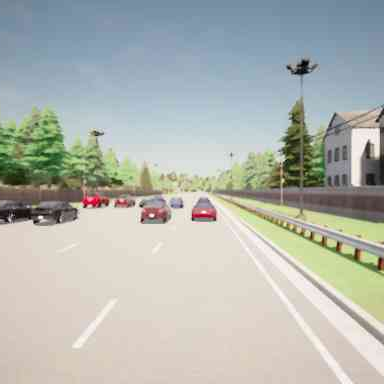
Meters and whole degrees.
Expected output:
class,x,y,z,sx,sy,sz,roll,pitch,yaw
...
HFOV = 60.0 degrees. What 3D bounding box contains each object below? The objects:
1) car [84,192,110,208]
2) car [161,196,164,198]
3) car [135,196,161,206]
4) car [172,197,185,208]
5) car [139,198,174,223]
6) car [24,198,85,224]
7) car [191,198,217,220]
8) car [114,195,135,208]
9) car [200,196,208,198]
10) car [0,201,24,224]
class,x,y,z,sx,sy,sz,roll,pitch,yaw
car,-12.545,1.038,43.897,2.150,2.045,5.566,0,1,2
car,-5.239,1.316,52.853,1.812,1.442,4.674,0,0,2
car,-5.587,1.392,42.856,1.994,1.385,4.181,0,0,2
car,-2.037,1.377,43.880,2.033,1.411,5.357,0,0,2
car,-2.621,1.428,24.634,1.812,1.442,4.674,0,0,2
car,-9.651,1.398,23.834,1.837,1.490,4.892,0,0,2
car,0.953,1.462,26.627,1.994,1.385,4.181,0,0,2
car,-8.986,1.165,45.168,2.097,1.767,4.553,0,0,2
car,1.844,1.366,52.245,1.994,1.385,4.181,0,0,2
car,-13.147,1.392,24.019,1.837,1.490,4.892,0,0,2
